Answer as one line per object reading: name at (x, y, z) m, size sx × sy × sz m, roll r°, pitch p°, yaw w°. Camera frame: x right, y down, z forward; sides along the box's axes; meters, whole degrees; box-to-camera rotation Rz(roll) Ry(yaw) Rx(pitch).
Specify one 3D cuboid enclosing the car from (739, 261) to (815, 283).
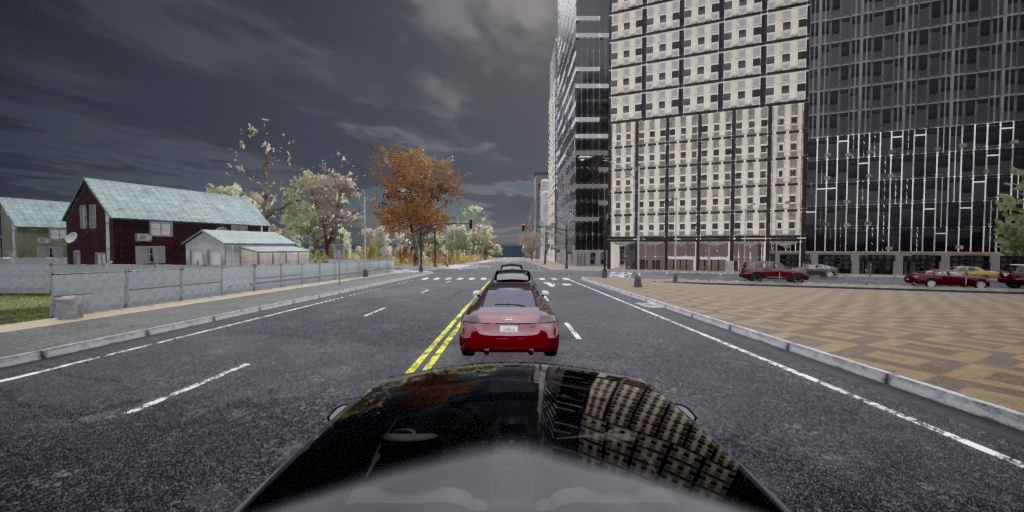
car at (22.975, 1.393, 31.698) m, size 5.009 × 1.841 × 2.192 m, roll 0°, pitch 0°, yaw 20°

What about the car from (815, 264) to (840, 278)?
car at (31.001, 1.469, 37.157) m, size 4.403 × 1.370 × 2.007 m, roll 0°, pitch 0°, yaw 20°

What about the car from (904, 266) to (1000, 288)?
car at (33.626, 1.715, 27.814) m, size 4.507 × 1.381 × 1.888 m, roll 0°, pitch 0°, yaw 20°

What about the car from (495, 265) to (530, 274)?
car at (0.028, 1.250, 14.007) m, size 1.837 × 1.490 × 4.892 m, roll 0°, pitch 0°, yaw 0°

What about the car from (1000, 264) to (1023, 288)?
car at (38.952, 1.530, 25.872) m, size 5.009 × 1.841 × 2.192 m, roll 0°, pitch 0°, yaw 20°

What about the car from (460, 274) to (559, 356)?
car at (-0.033, 1.311, 8.622) m, size 1.994 × 1.385 × 4.181 m, roll 0°, pitch 0°, yaw 1°
